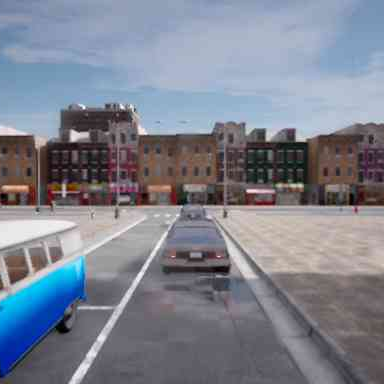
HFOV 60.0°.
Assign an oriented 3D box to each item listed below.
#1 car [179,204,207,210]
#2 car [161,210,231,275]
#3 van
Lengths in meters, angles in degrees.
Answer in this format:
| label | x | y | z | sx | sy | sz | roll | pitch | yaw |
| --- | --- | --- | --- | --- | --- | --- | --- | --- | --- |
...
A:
| label | x | y | z | sx | sy | sz | roll | pitch | yaw |
| --- | --- | --- | --- | --- | --- | --- | --- | --- | --- |
| car | 0.077 | 1.513 | 22.682 | 2.033 | 1.411 | 5.357 | 0 | 0 | 0 |
| car | 0.088 | 1.531 | 10.351 | 2.033 | 1.411 | 5.357 | 0 | 0 | 0 |
| van | -2.650 | 1.334 | 4.128 | 1.690 | 1.788 | 3.998 | -1 | 0 | 0 |
